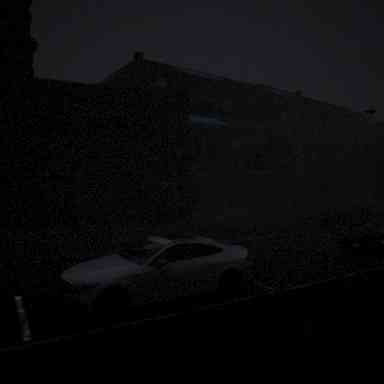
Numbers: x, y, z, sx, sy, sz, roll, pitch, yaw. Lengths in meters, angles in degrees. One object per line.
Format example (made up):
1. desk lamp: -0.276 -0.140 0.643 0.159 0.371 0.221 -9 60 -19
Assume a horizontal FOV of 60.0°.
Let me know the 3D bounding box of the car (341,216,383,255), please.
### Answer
1. car: 8.166 1.730 13.704 5.008 1.535 2.097 1 -1 -34

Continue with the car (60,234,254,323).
1. car: -0.623 1.769 7.896 4.674 1.452 2.002 0 1 -31
